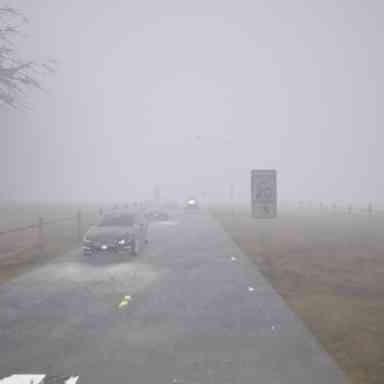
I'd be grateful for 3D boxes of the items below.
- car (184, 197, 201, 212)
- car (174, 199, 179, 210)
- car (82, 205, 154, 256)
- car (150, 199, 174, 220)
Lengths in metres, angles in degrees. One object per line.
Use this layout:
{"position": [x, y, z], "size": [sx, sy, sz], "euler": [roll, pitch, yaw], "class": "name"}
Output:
{"position": [0.017, 1.596, 39.083], "size": [2.033, 1.411, 5.357], "euler": [0, 0, 0], "class": "car"}
{"position": [-2.730, 1.638, 44.214], "size": [1.812, 1.442, 4.674], "euler": [0, 0, 0], "class": "car"}
{"position": [-2.847, 1.512, 13.256], "size": [1.837, 1.490, 4.892], "euler": [0, 1, 0], "class": "car"}
{"position": [-2.831, 1.558, 28.311], "size": [1.812, 1.442, 4.674], "euler": [0, 0, 0], "class": "car"}
